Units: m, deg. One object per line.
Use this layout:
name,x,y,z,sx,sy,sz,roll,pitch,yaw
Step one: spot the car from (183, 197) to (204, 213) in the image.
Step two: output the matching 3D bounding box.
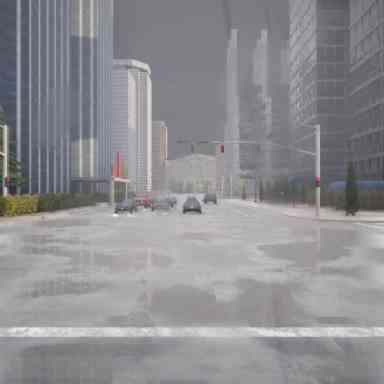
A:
car,-0.005,1.564,37.678,1.994,1.385,4.181,0,0,0

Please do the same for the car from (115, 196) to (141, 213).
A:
car,-7.166,1.505,36.546,1.837,1.490,4.892,0,0,0

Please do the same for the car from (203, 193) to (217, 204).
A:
car,3.467,1.219,63.290,2.150,2.045,5.566,0,0,0

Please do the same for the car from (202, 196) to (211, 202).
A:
car,3.339,1.595,76.009,1.895,1.301,4.718,0,0,0

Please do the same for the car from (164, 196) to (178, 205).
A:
car,-3.692,1.491,60.012,2.128,1.511,4.902,0,0,0

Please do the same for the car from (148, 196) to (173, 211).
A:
car,-3.665,1.564,39.588,1.994,1.385,4.181,0,0,0

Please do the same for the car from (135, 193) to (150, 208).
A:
car,-7.180,1.221,47.102,2.150,2.045,5.566,0,0,0

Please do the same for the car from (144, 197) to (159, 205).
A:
car,-7.194,1.547,59.110,2.033,1.411,5.357,0,0,0

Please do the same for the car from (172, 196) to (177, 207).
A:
car,-3.678,1.601,49.595,1.895,1.301,4.718,0,0,0

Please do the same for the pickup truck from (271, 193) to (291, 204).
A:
pickup truck,16.491,1.059,61.477,2.390,2.098,6.274,0,0,30
